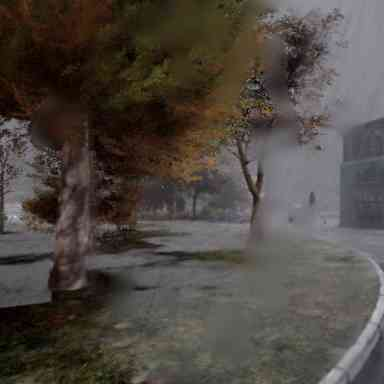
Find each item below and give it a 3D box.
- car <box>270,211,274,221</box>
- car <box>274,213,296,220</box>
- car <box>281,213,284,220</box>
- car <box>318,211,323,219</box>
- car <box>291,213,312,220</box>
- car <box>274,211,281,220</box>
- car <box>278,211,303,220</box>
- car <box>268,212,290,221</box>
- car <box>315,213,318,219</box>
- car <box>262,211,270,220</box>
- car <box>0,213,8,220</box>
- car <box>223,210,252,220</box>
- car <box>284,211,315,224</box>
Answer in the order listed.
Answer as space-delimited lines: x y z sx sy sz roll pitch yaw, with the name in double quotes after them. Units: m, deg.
14.062 5.013 69.627 4.553 1.767 2.185 1 -4 21 "car"
21.911 5.849 78.526 4.792 1.488 2.163 0 -3 22 "car"
18.030 5.249 74.086 5.566 2.045 2.435 0 -4 21 "car"
31.789 6.455 89.552 5.366 1.575 1.946 0 -2 23 "car"
27.932 6.223 85.119 5.008 1.535 2.097 0 -2 22 "car"
15.856 5.319 71.904 5.366 1.575 1.946 1 -3 21 "car"
23.904 5.713 80.747 5.566 2.045 2.435 0 -2 22 "car"
19.994 5.539 76.299 4.553 1.767 2.185 0 -3 21 "car"
29.918 6.216 87.326 4.553 1.767 2.185 0 -3 23 "car"
12.186 4.697 67.374 5.566 2.045 2.435 1 -4 21 "car"
-25.642 3.175 41.184 4.902 1.511 2.128 1 -3 -24 "car"
8.299 4.564 62.848 4.892 1.521 2.231 1 -3 20 "car"
17.883 4.316 54.953 2.150 2.045 5.566 0 -4 40 "car"
